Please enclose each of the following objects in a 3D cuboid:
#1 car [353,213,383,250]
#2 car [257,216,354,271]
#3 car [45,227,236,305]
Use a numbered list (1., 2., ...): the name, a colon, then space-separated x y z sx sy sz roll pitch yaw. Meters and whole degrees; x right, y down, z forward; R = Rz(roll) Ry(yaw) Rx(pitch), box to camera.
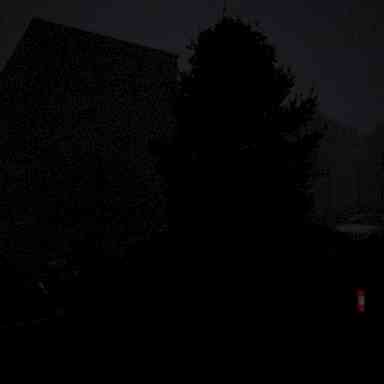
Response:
1. car: 8.394 1.773 15.900 4.674 1.452 2.002 0 0 -38
2. car: 3.438 1.730 12.119 5.008 1.535 2.097 1 0 -36
3. car: -1.211 1.708 8.804 4.892 1.521 2.231 1 0 -33
